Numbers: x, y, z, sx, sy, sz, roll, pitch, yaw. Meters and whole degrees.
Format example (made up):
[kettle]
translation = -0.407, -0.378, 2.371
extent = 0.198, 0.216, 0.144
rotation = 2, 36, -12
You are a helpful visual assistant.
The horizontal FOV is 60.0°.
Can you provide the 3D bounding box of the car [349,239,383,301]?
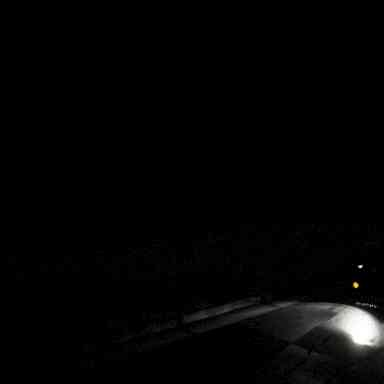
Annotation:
[car]
translation = 5.262, 1.511, 7.160
extent = 4.181, 1.385, 1.994
rotation = 0, 0, -36
